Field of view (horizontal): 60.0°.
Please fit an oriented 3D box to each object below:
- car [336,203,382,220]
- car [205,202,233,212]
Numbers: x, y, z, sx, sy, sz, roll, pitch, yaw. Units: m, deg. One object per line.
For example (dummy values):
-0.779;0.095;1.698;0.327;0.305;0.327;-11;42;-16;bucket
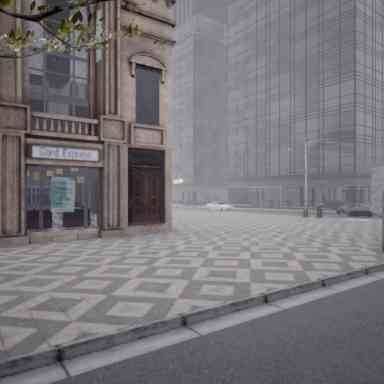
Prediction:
15.621;1.719;30.152;2.128;1.511;4.902;0;-1;-36;car
3.715;2.065;46.572;1.812;1.442;4.674;0;-1;-36;car
